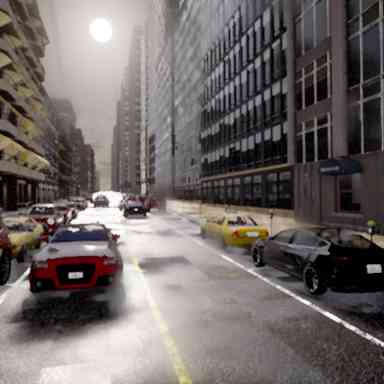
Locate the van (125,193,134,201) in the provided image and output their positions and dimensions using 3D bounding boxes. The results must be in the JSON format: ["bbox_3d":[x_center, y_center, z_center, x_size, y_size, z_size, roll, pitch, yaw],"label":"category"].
[{"bbox_3d":[-13.907,1.114,74.209,1.690,1.788,3.998,1,0,-14],"label":"van"}]

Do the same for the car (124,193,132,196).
[{"bbox_3d":[-12.493,1.231,68.736,1.967,1.590,4.097,1,0,-14],"label":"car"}]

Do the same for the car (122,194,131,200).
[{"bbox_3d":[-16.739,1.302,85.151,1.947,1.339,4.313,1,0,-14],"label":"car"}]

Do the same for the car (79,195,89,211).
[{"bbox_3d":[-13.537,1.439,39.284,1.887,1.381,4.507,1,0,-14],"label":"car"}]

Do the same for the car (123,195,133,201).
[{"bbox_3d":[-15.324,1.321,79.680,1.947,1.339,4.313,1,0,-14],"label":"car"}]

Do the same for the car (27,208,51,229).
[{"bbox_3d":[-6.422,1.497,11.761,1.752,1.417,4.829,1,0,-14],"label":"car"}]

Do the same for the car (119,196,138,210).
[{"bbox_3d":[-8.113,1.483,41.289,1.895,1.301,4.718,0,0,-14],"label":"car"}]

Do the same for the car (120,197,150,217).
[{"bbox_3d":[-5.262,1.477,30.300,1.994,1.385,4.181,0,0,-14],"label":"car"}]

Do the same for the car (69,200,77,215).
[{"bbox_3d":[-9.294,1.486,22.870,1.887,1.381,4.507,1,0,-14],"label":"car"}]

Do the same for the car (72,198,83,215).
[{"bbox_3d":[-10.708,1.492,28.341,1.947,1.339,4.313,1,0,-14],"label":"car"}]

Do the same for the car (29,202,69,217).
[{"bbox_3d":[-7.877,1.396,17.397,1.967,1.590,4.097,1,0,-14],"label":"car"}]

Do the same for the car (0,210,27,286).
[{"bbox_3d":[-5.047,1.301,6.455,2.192,1.841,5.009,1,0,-14],"label":"car"}]

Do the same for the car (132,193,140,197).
[{"bbox_3d":[-6.834,1.177,46.851,2.192,1.841,5.009,1,0,-14],"label":"car"}]

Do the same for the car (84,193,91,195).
[{"bbox_3d":[-19.191,1.139,61.170,2.192,1.841,5.009,1,0,-14],"label":"car"}]

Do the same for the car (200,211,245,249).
[{"bbox_3d":[1.607,1.481,14.187,1.752,1.417,4.829,1,0,-14],"label":"car"}]

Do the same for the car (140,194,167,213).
[{"bbox_3d":[-4.006,1.210,35.908,2.192,1.841,5.009,1,0,-14],"label":"car"}]

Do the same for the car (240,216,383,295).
[{"bbox_3d":[3.063,1.537,8.550,1.947,1.339,4.313,1,0,-14],"label":"car"}]

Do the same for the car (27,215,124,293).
[{"bbox_3d":[-2.893,1.540,8.834,1.994,1.385,4.181,0,0,-14],"label":"car"}]

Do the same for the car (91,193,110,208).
[{"bbox_3d":[-12.728,1.220,46.850,2.097,1.767,4.553,0,0,-15],"label":"car"}]

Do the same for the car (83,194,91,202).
[{"bbox_3d":[-14.908,1.403,44.590,1.752,1.417,4.829,1,0,-14],"label":"car"}]
